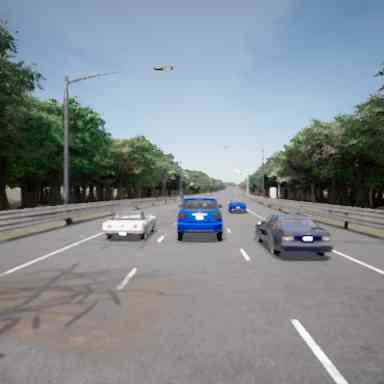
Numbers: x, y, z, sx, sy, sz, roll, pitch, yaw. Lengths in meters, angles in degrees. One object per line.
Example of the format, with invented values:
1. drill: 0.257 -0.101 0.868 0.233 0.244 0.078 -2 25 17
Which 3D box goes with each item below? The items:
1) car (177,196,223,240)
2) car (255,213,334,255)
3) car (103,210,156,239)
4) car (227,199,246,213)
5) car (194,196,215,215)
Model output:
1. car: 0.431 1.229 17.357 2.150 2.045 5.566 0 0 2
2. car: 3.798 1.553 13.236 2.033 1.411 5.357 0 0 2
3. car: -3.070 1.608 17.350 1.895 1.301 4.718 0 0 2
4. car: 5.091 1.497 37.807 1.882 1.535 5.008 0 0 4
5. car: 1.409 1.369 35.435 2.097 1.767 4.553 0 0 4
